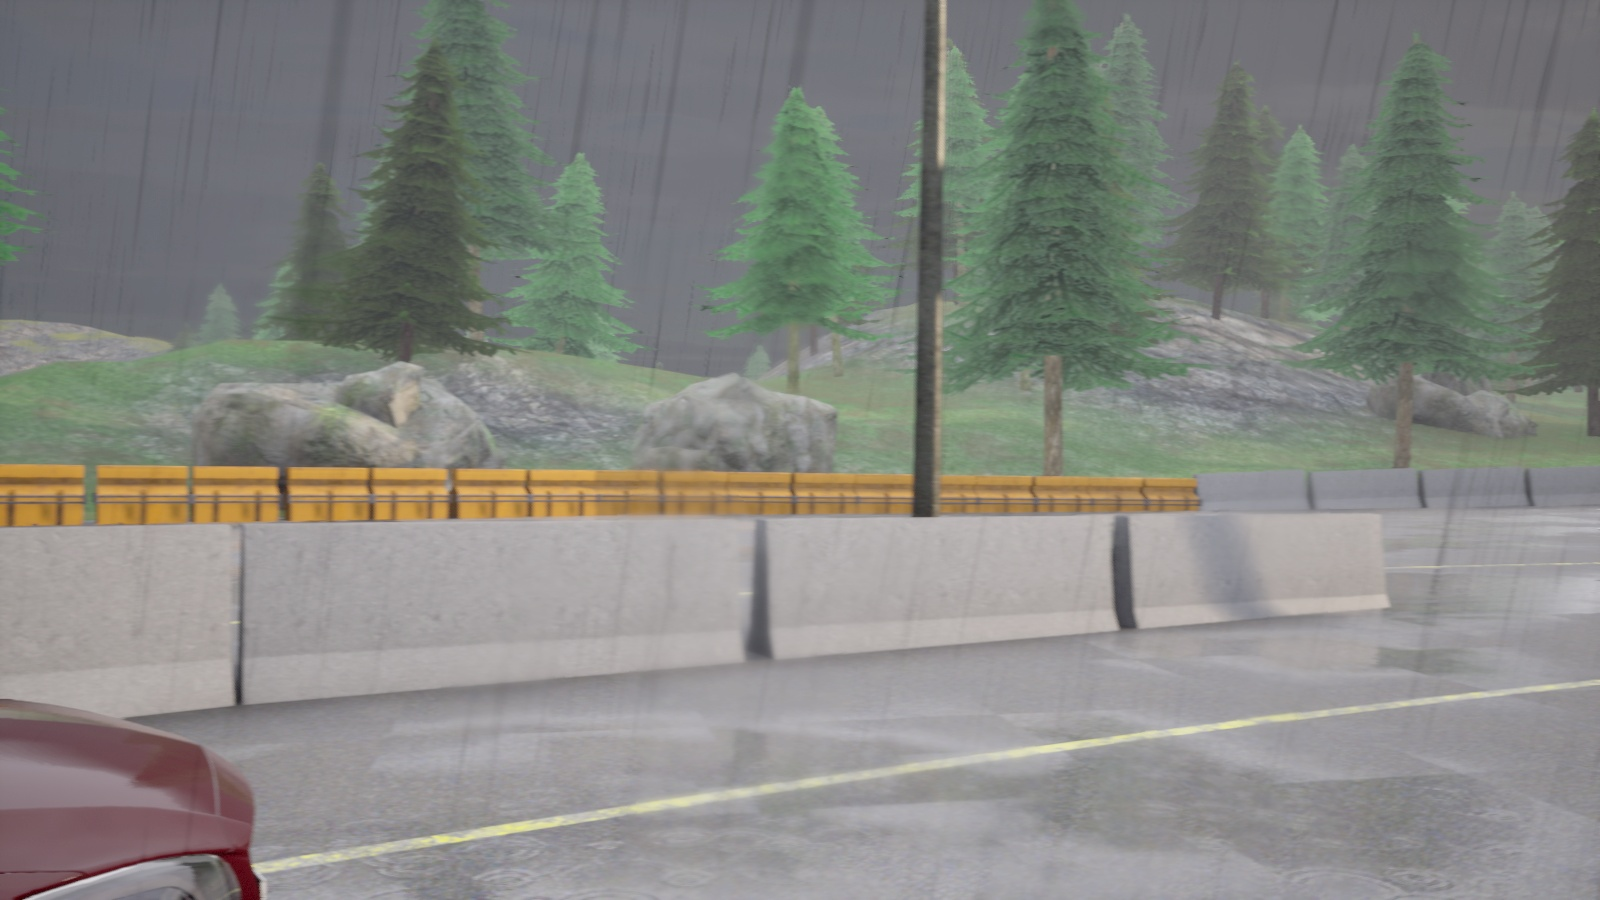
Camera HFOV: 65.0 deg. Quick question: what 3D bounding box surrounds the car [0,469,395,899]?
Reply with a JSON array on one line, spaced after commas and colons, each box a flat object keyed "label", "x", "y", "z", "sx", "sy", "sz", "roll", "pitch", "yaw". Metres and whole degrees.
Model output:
[{"label": "car", "x": -3.119, "y": 0.773, "z": 1.517, "sx": 4.674, "sy": 1.442, "sz": 1.812, "roll": 0, "pitch": 0, "yaw": -37}]
